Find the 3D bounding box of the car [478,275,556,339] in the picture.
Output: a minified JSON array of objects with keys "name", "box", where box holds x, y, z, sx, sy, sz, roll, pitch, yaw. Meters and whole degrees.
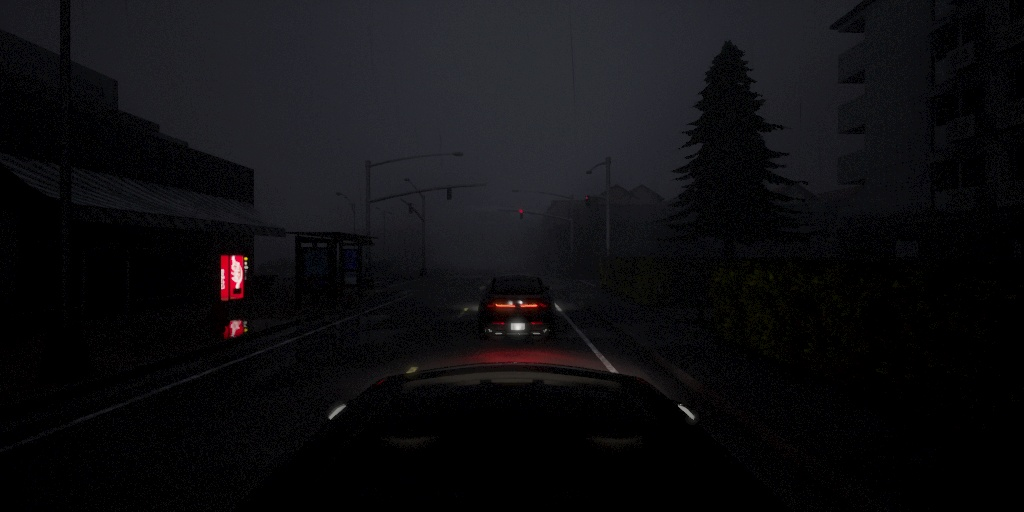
[{"name":"car","box":[0.118,1.255,10.050,1.837,1.490,4.892,0,0,0]}]
